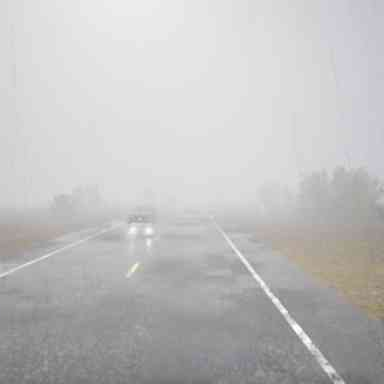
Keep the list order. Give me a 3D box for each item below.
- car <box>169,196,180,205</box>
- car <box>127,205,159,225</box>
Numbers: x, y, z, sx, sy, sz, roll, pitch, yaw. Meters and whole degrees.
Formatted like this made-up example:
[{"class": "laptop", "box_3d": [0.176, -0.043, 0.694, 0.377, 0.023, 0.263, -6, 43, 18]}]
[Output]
[{"class": "car", "box_3d": [-3.478, 1.563, 66.516, 2.097, 1.767, 4.553, 0, 0, 0]}, {"class": "car", "box_3d": [-3.589, 1.680, 24.927, 1.994, 1.385, 4.181, 0, 0, 0]}]
